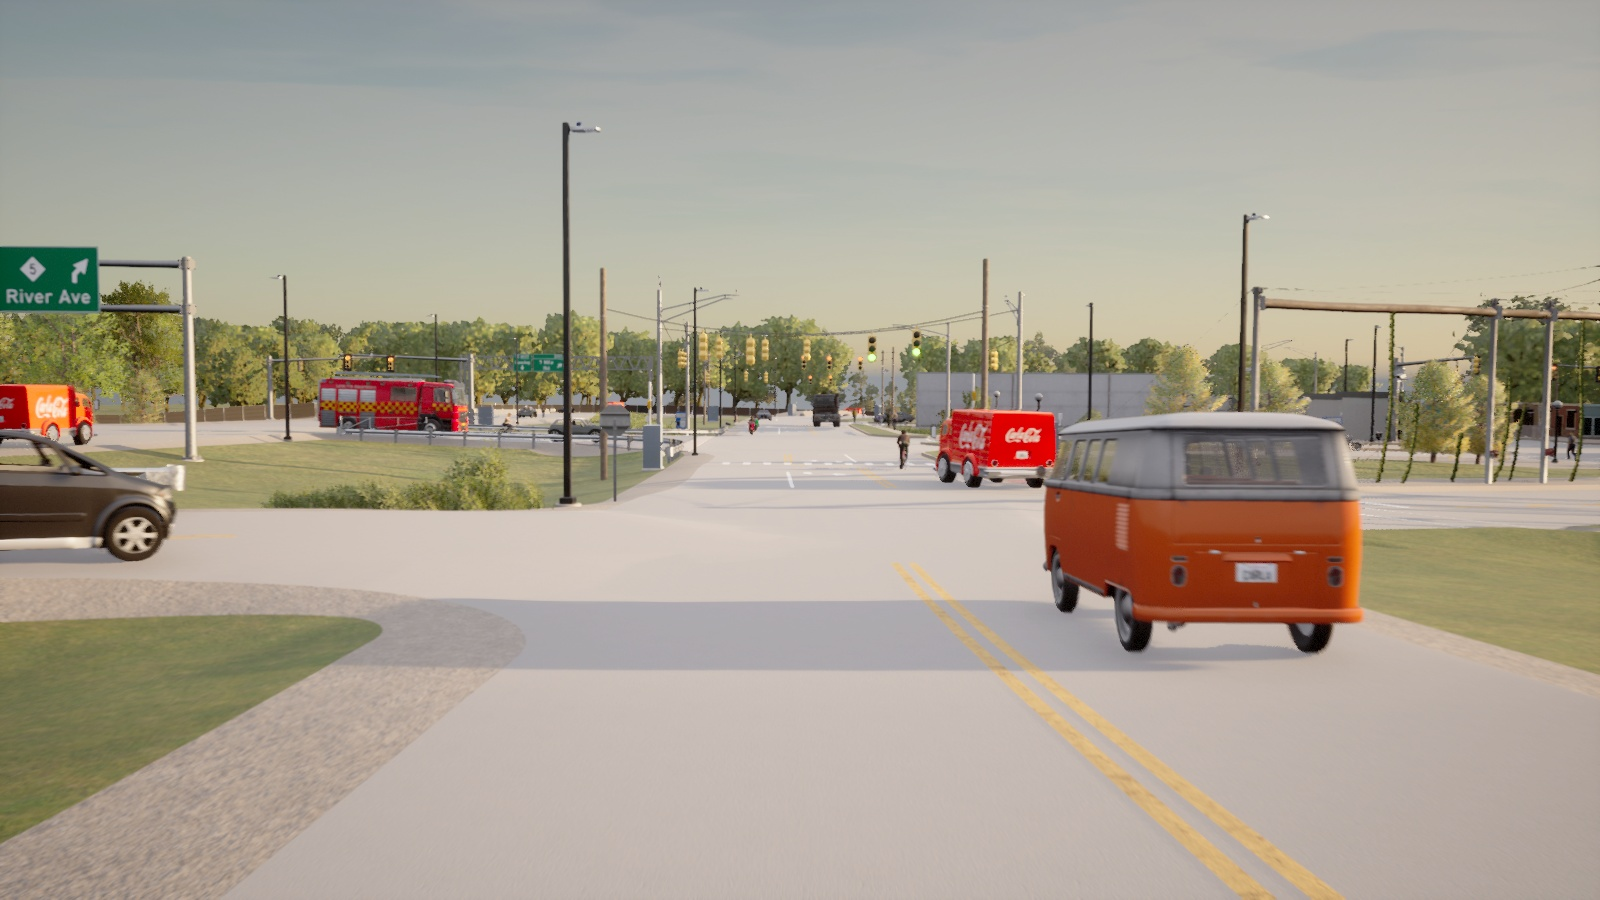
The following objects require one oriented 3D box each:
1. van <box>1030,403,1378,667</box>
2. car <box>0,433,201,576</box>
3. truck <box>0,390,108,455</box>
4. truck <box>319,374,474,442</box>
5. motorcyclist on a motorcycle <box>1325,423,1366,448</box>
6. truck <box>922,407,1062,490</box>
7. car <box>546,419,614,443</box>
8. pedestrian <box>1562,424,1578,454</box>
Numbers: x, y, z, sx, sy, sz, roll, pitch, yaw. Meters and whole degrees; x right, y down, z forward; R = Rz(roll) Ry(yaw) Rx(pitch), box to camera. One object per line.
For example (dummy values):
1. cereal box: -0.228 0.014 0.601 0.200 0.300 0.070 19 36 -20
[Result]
1. van: 3.452 0.641 11.675 1.775 1.987 4.442 0 0 0
2. car: -9.400 0.606 14.947 3.705 1.549 1.789 1 2 -41
3. truck: -30.572 -1.139 50.536 2.627 2.467 5.204 0 2 -1
4. truck: -24.678 -2.575 77.073 8.468 3.827 2.891 2 2 -1
5. motorcyclist on a motorcycle: 36.463 -0.957 83.922 2.350 1.649 0.766 0 3 -5
6. truck: 6.149 -0.125 40.947 2.627 2.467 5.204 0 3 -15
7. car: -13.502 -1.171 77.194 3.806 1.475 1.970 0 2 4
8. pedestrian: 48.293 -0.686 78.761 0.540 1.848 0.694 0 3 -1
